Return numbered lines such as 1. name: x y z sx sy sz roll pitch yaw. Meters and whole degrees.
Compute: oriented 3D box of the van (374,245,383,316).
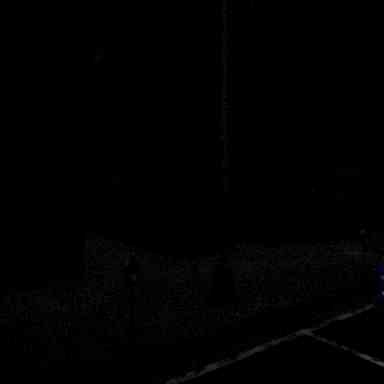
1. van: 4.809 1.335 5.779 3.998 1.788 1.690 0 0 -35
